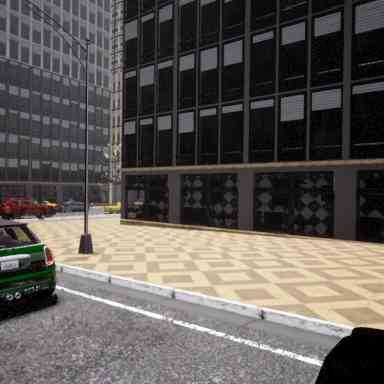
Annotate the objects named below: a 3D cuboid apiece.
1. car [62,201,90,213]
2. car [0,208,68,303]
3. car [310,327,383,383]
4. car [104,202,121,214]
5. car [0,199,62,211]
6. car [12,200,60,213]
[{"bbox_3d":[-14.564,1.749,40.423,1.994,1.385,4.181,1,0,37],"label":"car"},{"bbox_3d":[-5.033,1.348,7.283,4.553,1.767,2.097,0,0,36],"label":"car"},{"bbox_3d":[2.966,1.601,1.565,4.718,1.301,1.895,0,0,36],"label":"car"},{"bbox_3d":[-8.149,1.830,39.372,1.752,1.417,4.829,1,0,37],"label":"car"},{"bbox_3d":[-14.962,1.519,30.172,2.192,1.841,5.009,1,0,37],"label":"car"},{"bbox_3d":[-18.444,1.642,39.553,1.752,1.417,4.829,1,0,37],"label":"car"}]
